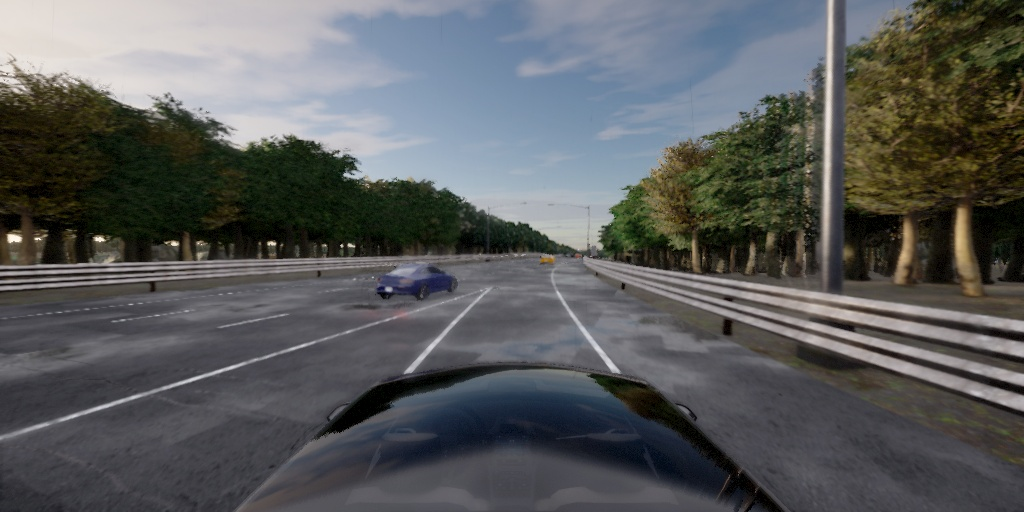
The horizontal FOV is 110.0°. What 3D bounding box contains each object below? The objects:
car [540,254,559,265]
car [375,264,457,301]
[{"bbox_3d":[5.500,0.511,54.225,1.882,1.535,5.008,1,1,14],"label":"car"},{"bbox_3d":[-4.033,1.053,15.658,1.812,1.442,4.674,1,1,15],"label":"car"}]
